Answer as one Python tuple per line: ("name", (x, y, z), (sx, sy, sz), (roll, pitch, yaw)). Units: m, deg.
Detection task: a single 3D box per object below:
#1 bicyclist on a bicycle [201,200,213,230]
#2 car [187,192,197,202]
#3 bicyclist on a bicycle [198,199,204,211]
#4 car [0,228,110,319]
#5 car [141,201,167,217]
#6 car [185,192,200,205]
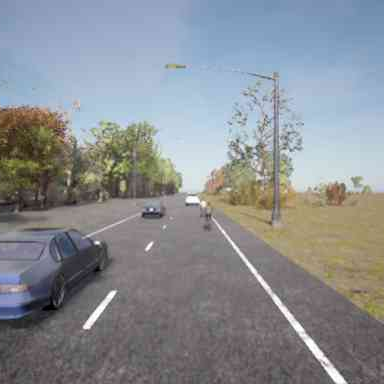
("bicyclist on a bicycle", (0.965, 1.426, 19.227), (0.582, 1.620, 1.656), (0, 0, 0))
("car", (-0.001, 1.126, 74.562), (2.150, 2.045, 5.566), (0, 0, 0))
("bicyclist on a bicycle", (0.983, 1.396, 29.059), (0.866, 1.612, 1.509), (0, 0, 0))
("car", (-3.402, 1.536, 7.635), (2.033, 1.411, 5.357), (0, 0, 0))
("car", (-3.403, 1.505, 30.273), (2.033, 1.411, 5.357), (0, 0, 0))
("car", (0.079, 1.147, 55.276), (2.150, 2.045, 5.566), (0, 0, 0))
